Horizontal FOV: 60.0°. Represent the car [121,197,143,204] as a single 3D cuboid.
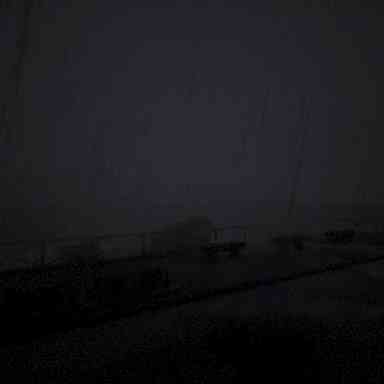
[{"bbox_3d":[-12.757,1.787,71.134,4.892,1.490,1.837,1,0,-36],"label":"car"}]
